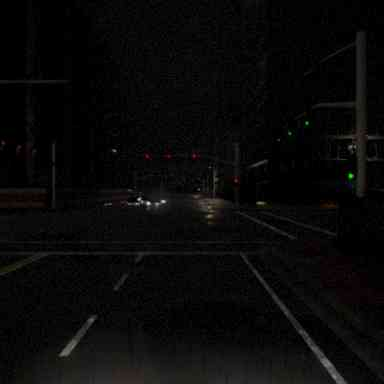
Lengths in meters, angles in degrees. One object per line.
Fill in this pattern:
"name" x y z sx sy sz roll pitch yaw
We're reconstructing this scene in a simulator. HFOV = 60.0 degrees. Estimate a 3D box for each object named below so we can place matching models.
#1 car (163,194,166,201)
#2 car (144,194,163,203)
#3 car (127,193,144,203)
"car" -7.008 1.171 76.837 2.128 1.511 4.902 0 0 0
"car" -7.033 1.252 61.264 1.837 1.490 4.892 0 0 1
"car" -10.523 1.295 61.214 2.033 1.411 5.357 0 0 1
